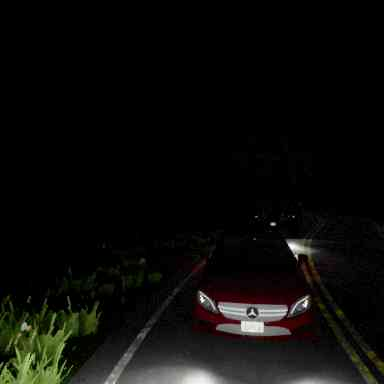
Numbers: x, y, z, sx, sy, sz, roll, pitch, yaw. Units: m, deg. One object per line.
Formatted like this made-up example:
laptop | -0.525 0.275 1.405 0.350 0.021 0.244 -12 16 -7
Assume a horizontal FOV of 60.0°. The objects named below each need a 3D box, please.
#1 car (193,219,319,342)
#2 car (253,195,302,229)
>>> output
car | 1.227 1.534 6.715 1.812 1.442 4.674 -1 0 11
car | 4.994 1.215 18.891 2.150 2.045 5.566 -2 -1 22
